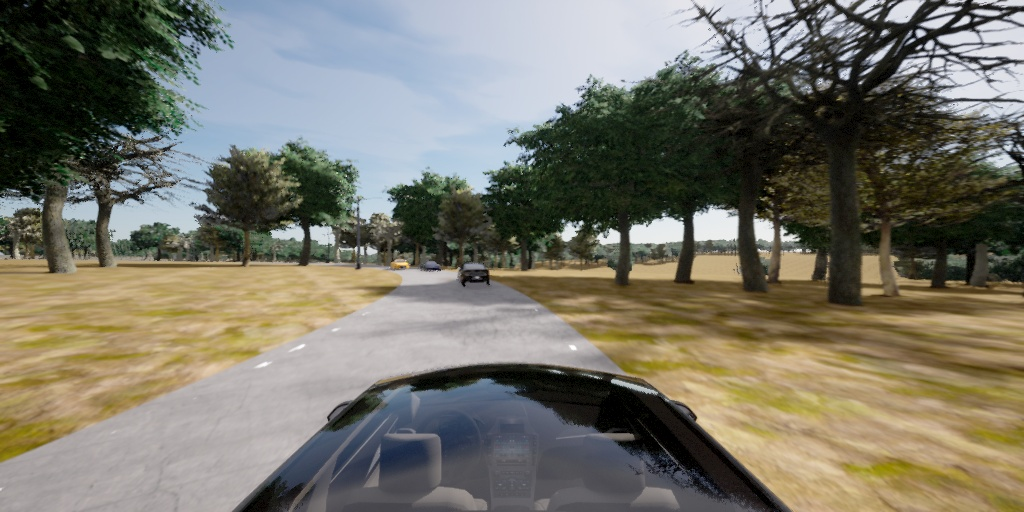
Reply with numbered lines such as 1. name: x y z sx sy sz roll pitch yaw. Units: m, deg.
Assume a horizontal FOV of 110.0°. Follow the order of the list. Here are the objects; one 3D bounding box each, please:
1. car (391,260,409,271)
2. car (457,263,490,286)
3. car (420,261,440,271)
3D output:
1. car: -16.329 1.290 52.185 1.882 1.535 5.008 0 0 -29
2. car: -2.823 1.237 25.698 1.882 1.535 5.008 0 0 -13
3. car: -11.298 1.353 49.233 1.994 1.385 4.181 0 0 -26
